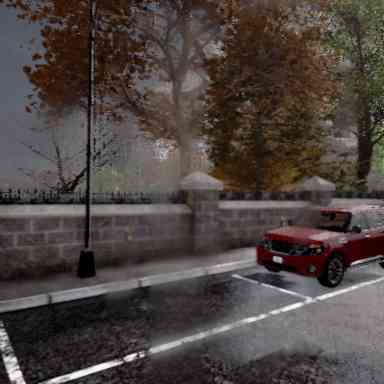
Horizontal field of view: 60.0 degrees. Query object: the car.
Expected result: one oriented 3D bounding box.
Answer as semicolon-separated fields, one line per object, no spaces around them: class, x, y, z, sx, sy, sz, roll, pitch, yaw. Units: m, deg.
car;4.123;1.313;9.482;5.009;1.841;2.192;0;1;-35
